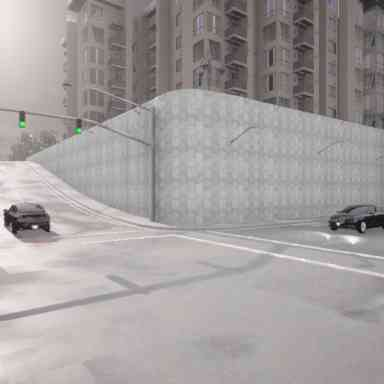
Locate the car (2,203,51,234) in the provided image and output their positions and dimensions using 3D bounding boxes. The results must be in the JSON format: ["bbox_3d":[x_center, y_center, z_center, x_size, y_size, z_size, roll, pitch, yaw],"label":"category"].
[{"bbox_3d":[-9.365,1.375,18.786,1.837,1.490,4.892,0,3,-36],"label":"car"}]

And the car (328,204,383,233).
[{"bbox_3d":[10.041,1.522,19.762,4.892,1.490,1.837,0,0,-36],"label":"car"}]
